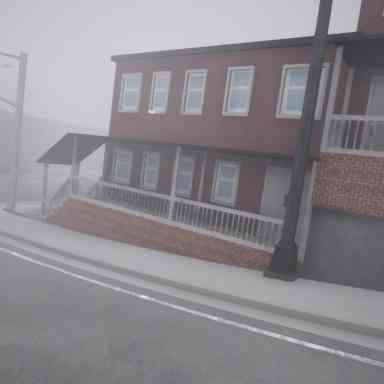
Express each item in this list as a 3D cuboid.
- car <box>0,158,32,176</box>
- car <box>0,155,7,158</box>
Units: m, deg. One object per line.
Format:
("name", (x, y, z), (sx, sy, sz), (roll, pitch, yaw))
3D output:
("car", (-18.554, -2.392, 32.865), (1.895, 1.301, 4.718), (11, 7, 35))
("car", (-21.412, -3.198, 34.734), (2.097, 1.767, 4.553), (11, 6, 35))
